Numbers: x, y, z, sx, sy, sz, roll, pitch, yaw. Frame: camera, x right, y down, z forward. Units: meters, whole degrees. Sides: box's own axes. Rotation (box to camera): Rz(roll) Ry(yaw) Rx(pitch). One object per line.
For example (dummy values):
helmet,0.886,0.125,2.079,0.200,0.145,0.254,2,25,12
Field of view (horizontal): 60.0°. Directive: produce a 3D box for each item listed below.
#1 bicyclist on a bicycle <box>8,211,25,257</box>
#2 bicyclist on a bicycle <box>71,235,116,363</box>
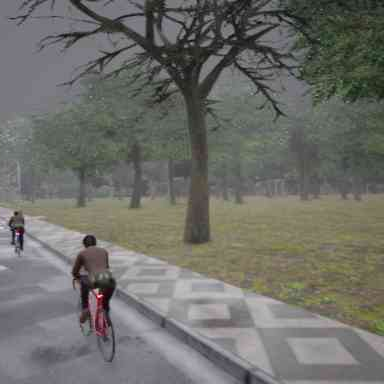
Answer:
bicyclist on a bicycle,-6.454,1.526,12.294,0.582,1.620,1.656,-1,0,-34
bicyclist on a bicycle,-1.431,1.460,4.828,0.582,1.620,1.656,-1,0,-34
